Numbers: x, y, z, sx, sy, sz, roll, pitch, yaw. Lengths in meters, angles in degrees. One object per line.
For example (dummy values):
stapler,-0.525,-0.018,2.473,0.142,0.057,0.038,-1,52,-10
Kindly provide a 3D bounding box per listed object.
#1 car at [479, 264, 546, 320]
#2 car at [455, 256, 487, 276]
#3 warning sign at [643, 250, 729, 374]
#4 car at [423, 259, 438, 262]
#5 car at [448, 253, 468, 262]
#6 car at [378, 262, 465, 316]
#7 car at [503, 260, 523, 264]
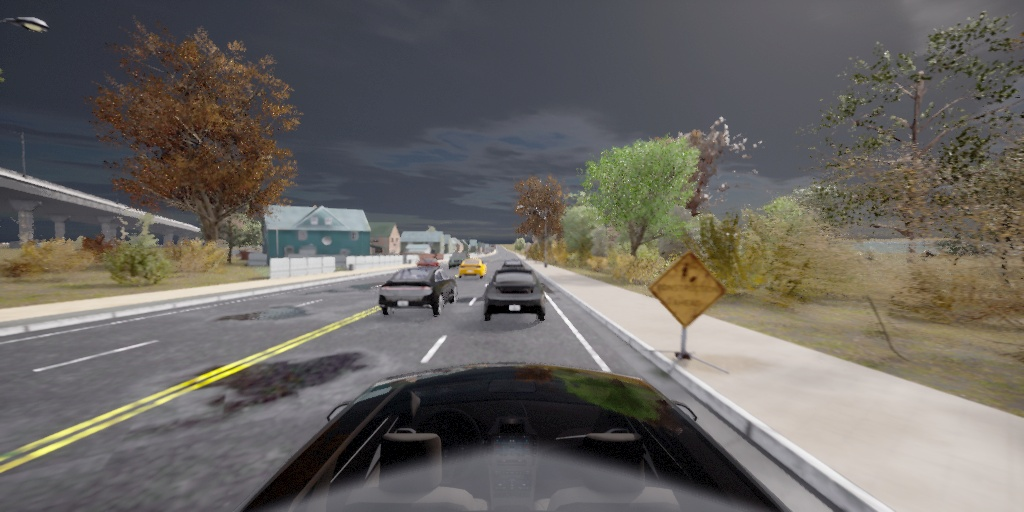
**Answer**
car,0.082,1.164,12.219,1.837,1.490,4.892,0,0,0
car,-3.166,0.985,29.606,1.882,1.535,5.008,0,0,0
warning sign,2.849,0.829,5.993,1.300,1.860,1.060,0,0,0
car,-9.849,0.993,42.421,1.895,1.301,4.718,0,1,0
car,-6.590,0.592,45.167,2.150,2.045,5.566,0,0,0
car,-3.165,1.146,12.850,2.128,1.511,4.902,0,1,0
car,0.081,1.012,28.095,2.128,1.511,4.902,0,1,0
